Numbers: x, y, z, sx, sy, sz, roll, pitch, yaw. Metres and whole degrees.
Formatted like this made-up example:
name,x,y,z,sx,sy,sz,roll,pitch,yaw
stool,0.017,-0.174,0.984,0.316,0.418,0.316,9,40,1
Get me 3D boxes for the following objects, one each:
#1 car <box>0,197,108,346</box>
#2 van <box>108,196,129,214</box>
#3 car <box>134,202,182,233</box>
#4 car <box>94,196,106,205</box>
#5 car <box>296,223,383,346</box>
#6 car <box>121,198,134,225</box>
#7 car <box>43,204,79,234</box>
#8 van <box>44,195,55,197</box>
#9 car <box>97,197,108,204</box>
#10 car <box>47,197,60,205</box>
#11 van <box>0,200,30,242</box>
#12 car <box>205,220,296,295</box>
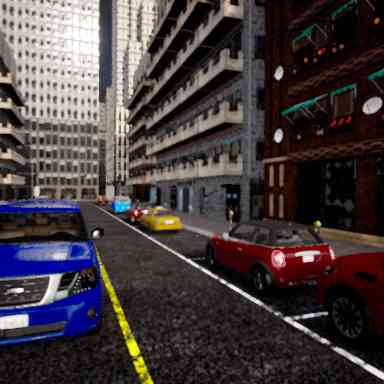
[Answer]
name,x,y,z,sx,sy,sz,roll,pitch,yaw
car,-3.066,1.222,6.640,2.150,2.045,5.566,0,0,-19
van,-7.543,1.359,35.070,1.690,1.788,3.998,-1,0,-20
car,-1.971,1.540,19.563,1.752,1.417,4.829,-1,0,-20
car,-16.978,1.545,61.342,1.752,1.417,4.829,-1,0,-20
car,3.713,1.325,3.736,2.192,1.841,5.009,-1,0,-20
car,-3.790,1.456,24.625,1.967,1.590,4.097,-1,0,-20
car,-7.830,1.530,20.183,1.812,1.442,4.674,0,0,-20
van,-16.828,1.344,37.610,1.690,1.788,3.998,-1,0,-20
car,-15.044,1.564,55.960,1.887,1.381,4.507,-1,0,-20
car,-24.330,1.548,58.500,1.887,1.381,4.507,-1,0,-20
van,-9.325,1.340,16.721,1.690,1.788,3.998,-1,0,-20
car,1.838,1.452,8.959,1.967,1.590,4.097,-1,0,-20
